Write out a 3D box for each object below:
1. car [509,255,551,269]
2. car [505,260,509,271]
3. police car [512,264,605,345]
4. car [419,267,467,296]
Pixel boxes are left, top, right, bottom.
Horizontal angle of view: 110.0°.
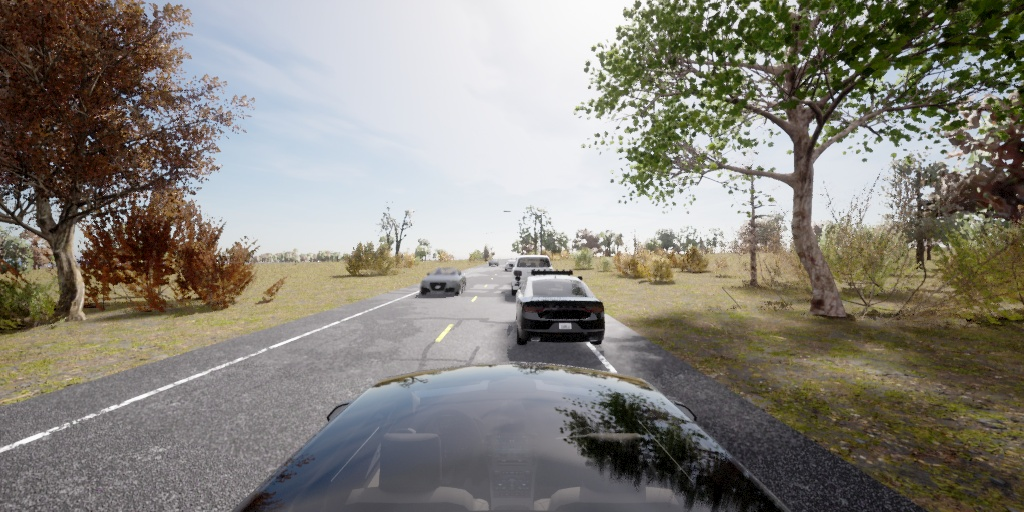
[{"bbox_3d":[1.051,0.978,19.569,2.150,2.045,5.566,0,0,0],"label":"car"},{"bbox_3d":[0.040,1.283,48.268,1.812,1.442,4.674,0,0,1],"label":"car"},{"bbox_3d":[1.051,1.177,9.648,1.930,1.638,5.238,0,0,0],"label":"police car"},{"bbox_3d":[-3.599,1.318,19.424,1.994,1.385,4.181,0,0,0],"label":"car"}]
